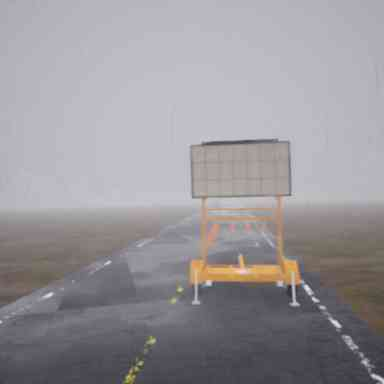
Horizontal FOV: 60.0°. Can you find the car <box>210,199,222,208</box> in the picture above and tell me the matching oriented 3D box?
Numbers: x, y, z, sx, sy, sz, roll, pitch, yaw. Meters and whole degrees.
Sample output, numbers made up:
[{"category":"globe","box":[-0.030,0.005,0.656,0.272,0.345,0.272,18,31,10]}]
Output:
[{"category":"car","box":[4.367,2.074,58.760,1.837,1.490,4.892,-1,-1,7]}]

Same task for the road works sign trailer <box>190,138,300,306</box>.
[{"category":"road works sign trailer","box":[1.205,0.532,8.220,2.380,3.560,2.880,-1,-1,7]}]
